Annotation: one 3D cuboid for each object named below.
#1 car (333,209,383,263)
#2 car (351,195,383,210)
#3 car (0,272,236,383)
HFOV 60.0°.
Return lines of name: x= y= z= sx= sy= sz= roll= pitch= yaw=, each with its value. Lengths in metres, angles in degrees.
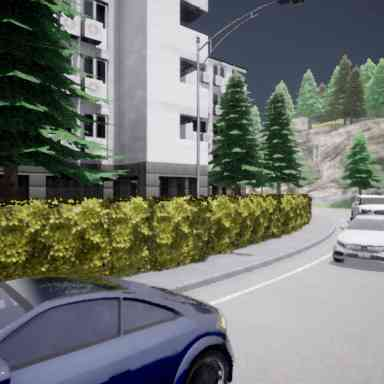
car: x=6.201 y=1.525 z=11.314 sx=1.812 sy=1.442 sz=4.674 roll=0 pitch=0 yaw=35
car: x=12.209 y=1.221 z=22.470 sx=2.150 sy=2.045 sz=5.566 roll=0 pitch=0 yaw=19
car: x=-1.527 y=1.564 z=3.072 sx=4.181 sy=1.385 sz=1.994 roll=0 pitch=0 yaw=-41
